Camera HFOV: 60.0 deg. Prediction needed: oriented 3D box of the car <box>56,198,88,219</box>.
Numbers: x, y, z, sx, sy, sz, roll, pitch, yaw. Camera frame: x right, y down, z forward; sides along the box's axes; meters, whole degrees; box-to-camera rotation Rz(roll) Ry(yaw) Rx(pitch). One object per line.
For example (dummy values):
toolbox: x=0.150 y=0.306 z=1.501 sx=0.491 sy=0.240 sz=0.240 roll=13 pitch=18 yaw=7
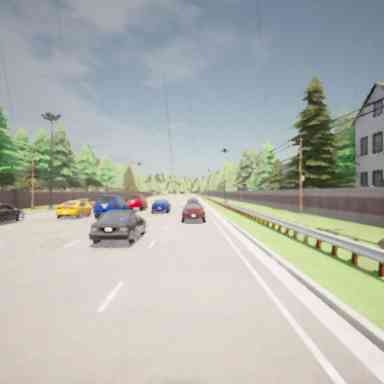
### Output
car: x=-10.479 y=1.525 z=29.924 sx=1.882 sy=1.535 sz=5.008 roll=0 pitch=0 yaw=0

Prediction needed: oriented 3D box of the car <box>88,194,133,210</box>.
car: x=-6.985 y=1.269 z=29.244 sx=2.150 sy=2.045 sz=5.566 roll=0 pitch=0 yaw=0

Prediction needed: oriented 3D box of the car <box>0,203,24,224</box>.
car: x=-13.888 y=1.540 z=23.727 sx=1.837 sy=1.490 sz=4.892 roll=0 pitch=-1 yaw=0

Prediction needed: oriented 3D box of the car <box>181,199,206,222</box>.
car: x=0.113 y=1.570 z=26.683 sx=1.812 sy=1.442 sz=4.674 roll=0 pitch=0 yaw=0

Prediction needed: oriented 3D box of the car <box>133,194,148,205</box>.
car: x=-6.957 y=1.293 z=41.959 sx=2.150 sy=2.045 sz=5.566 roll=0 pitch=0 yaw=0

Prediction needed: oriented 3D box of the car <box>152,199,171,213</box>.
car: x=-3.412 y=1.539 z=37.637 sx=1.882 sy=1.535 sz=5.008 roll=0 pitch=0 yaw=0

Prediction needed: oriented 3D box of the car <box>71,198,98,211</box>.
car: x=-13.888 y=1.546 z=43.328 sx=1.882 sy=1.535 sz=5.008 roll=0 pitch=0 yaw=0

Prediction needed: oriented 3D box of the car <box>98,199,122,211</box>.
car: x=-10.451 y=1.633 z=42.555 sx=1.994 sy=1.385 sz=4.181 roll=0 pitch=0 yaw=1

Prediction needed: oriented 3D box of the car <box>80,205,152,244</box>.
car: x=-3.393 y=1.573 z=16.026 sx=2.033 sy=1.411 sz=5.357 roll=0 pitch=0 yaw=0
